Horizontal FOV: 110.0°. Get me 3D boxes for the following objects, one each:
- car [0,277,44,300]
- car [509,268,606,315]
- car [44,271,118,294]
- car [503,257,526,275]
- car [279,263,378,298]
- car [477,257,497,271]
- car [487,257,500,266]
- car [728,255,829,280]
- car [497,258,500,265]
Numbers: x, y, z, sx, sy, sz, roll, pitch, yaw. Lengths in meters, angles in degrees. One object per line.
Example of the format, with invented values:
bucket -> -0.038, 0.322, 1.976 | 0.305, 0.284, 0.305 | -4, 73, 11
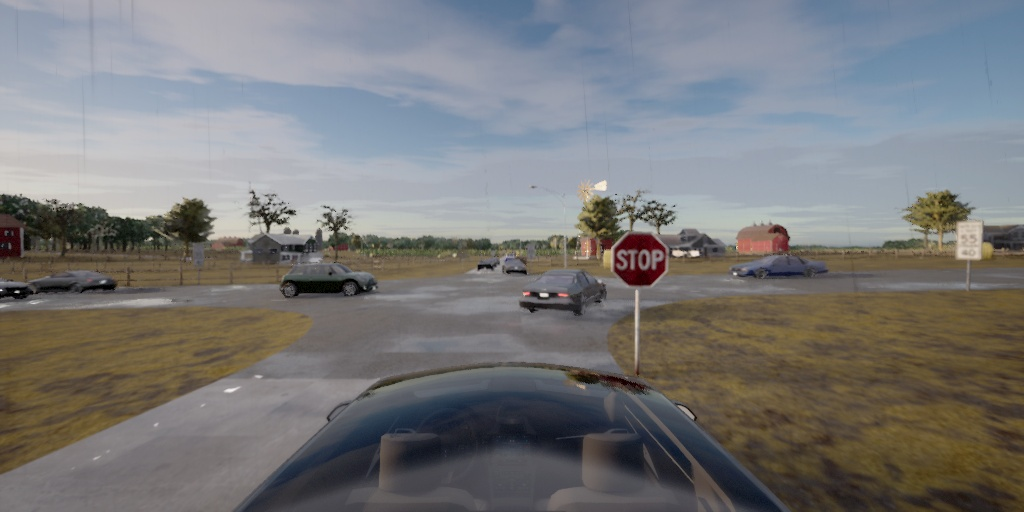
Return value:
car -> -28.465, 1.694, 18.870 | 4.892, 1.490, 1.837 | -1, 2, 0
car -> 2.064, 1.197, 13.122 | 2.033, 1.411, 5.357 | 0, 1, 26
car -> -27.730, 1.634, 22.571 | 4.181, 1.385, 1.994 | -1, 2, 0
car -> 0.204, 1.055, 34.830 | 1.994, 1.385, 4.181 | 0, 0, -5
car -> -9.514, 1.154, 18.885 | 4.553, 1.767, 2.097 | -1, 2, 0
car -> -3.002, 1.044, 41.526 | 1.895, 1.301, 4.718 | 0, 0, -1
car -> -3.074, 0.878, 61.107 | 1.994, 1.385, 4.181 | 0, 0, 0
car -> 16.726, 0.675, 22.620 | 5.357, 1.411, 2.033 | -1, 2, 0
car -> -3.075, 0.978, 51.180 | 1.895, 1.301, 4.718 | 0, 0, 0
